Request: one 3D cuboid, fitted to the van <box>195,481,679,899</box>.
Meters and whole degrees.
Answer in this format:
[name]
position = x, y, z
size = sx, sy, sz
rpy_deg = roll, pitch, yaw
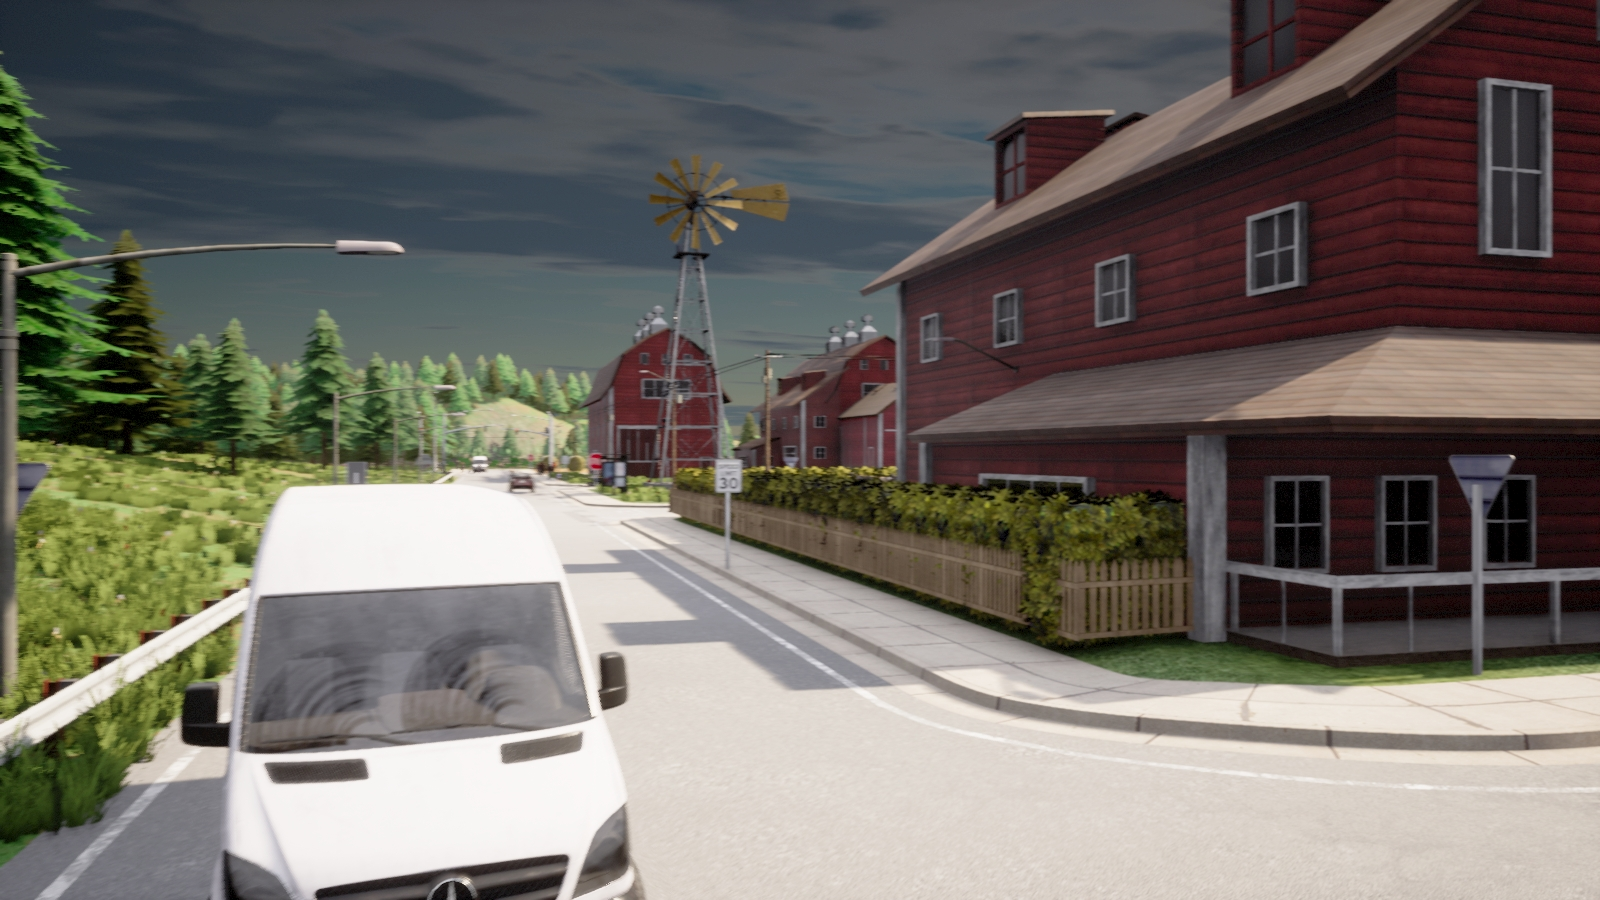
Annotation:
[van]
position = -2.648, 1.556, 7.642
size = 1.988, 2.561, 5.915
rpy_deg = 0, 0, -23
